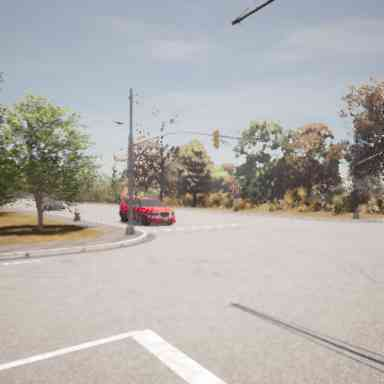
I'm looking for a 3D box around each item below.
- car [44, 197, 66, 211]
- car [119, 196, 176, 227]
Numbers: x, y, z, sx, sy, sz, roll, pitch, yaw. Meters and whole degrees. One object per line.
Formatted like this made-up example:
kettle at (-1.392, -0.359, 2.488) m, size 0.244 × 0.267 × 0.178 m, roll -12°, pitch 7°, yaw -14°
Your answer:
car at (-17.492, 1.433, 41.929) m, size 2.097 × 1.767 × 4.553 m, roll 0°, pitch 0°, yaw -39°
car at (-3.350, 1.384, 24.119) m, size 2.150 × 2.045 × 5.566 m, roll 0°, pitch 2°, yaw -37°
